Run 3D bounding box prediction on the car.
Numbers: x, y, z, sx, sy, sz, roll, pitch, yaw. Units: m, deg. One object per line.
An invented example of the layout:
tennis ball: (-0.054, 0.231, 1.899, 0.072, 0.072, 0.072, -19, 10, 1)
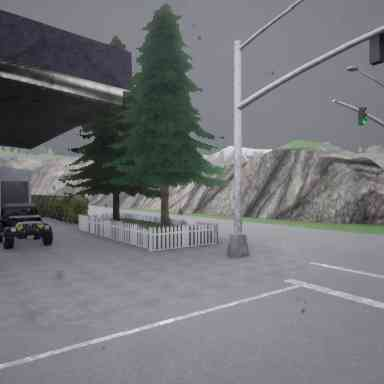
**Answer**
car: (-8.030, 1.505, 15.815, 1.905, 1.878, 3.866, 0, 0, -37)
